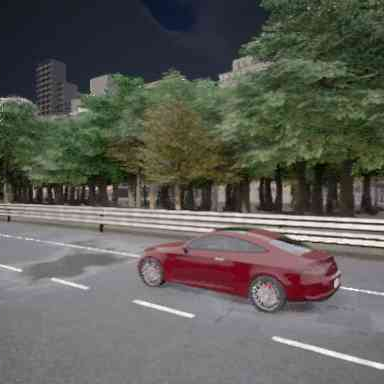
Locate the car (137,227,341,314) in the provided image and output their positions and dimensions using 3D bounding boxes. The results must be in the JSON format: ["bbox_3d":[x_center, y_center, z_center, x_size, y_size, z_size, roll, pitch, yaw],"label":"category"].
[{"bbox_3d":[0.831,1.528,7.577,4.674,1.442,1.812,0,0,36],"label":"car"}]
